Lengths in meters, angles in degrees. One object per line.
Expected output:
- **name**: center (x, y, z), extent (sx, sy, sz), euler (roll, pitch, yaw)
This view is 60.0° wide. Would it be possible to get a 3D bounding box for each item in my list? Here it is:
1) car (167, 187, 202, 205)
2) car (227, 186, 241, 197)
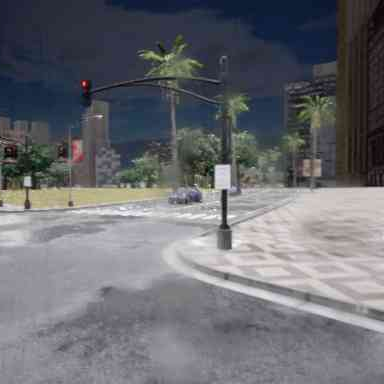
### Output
- **car**: center (-0.667, 0.309, 33.138), extent (2.097, 1.767, 4.553), euler (0, 2, 24)
- **car**: center (6.023, -0.099, 49.035), extent (1.812, 1.442, 4.674), euler (0, 2, 22)
